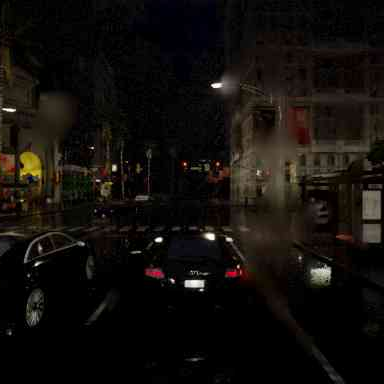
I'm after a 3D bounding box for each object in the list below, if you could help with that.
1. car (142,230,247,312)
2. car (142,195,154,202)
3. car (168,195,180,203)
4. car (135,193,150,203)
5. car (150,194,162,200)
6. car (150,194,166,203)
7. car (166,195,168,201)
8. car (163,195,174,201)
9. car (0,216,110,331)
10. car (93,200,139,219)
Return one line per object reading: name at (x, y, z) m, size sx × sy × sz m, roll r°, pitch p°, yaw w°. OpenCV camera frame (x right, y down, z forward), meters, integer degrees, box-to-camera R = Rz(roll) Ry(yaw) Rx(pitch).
car at (0.052, 1.564, 7.790) m, size 1.994 × 1.385 × 4.181 m, roll 0°, pitch 0°, yaw 0°
car at (-10.626, 1.540, 80.693) m, size 2.033 × 1.411 × 5.357 m, roll 0°, pitch 0°, yaw 0°
car at (-3.565, 1.478, 70.608) m, size 1.882 × 1.535 × 5.008 m, roll 0°, pitch 0°, yaw 0°
car at (-10.613, 1.225, 70.677) m, size 2.150 × 2.045 × 5.566 m, roll 0°, pitch 0°, yaw 0°
car at (-9.746, 1.355, 90.868) m, size 2.097 × 1.767 × 4.553 m, roll 0°, pitch 0°, yaw 10°
car at (-7.112, 1.553, 69.873) m, size 1.994 × 1.385 × 4.181 m, roll 0°, pitch 0°, yaw 0°
car at (-7.125, 1.355, 80.056) m, size 2.097 × 1.767 × 4.553 m, roll 0°, pitch 0°, yaw 0°
car at (-6.312, 1.524, 90.185) m, size 1.812 × 1.442 × 4.674 m, roll 0°, pitch 0°, yaw 10°
car at (-3.453, 1.492, 6.855) m, size 2.128 × 1.511 × 4.902 m, roll 0°, pitch 0°, yaw 0°
car at (-6.674, 1.601, 28.964) m, size 1.895 × 1.301 × 4.718 m, roll 0°, pitch 0°, yaw 13°
